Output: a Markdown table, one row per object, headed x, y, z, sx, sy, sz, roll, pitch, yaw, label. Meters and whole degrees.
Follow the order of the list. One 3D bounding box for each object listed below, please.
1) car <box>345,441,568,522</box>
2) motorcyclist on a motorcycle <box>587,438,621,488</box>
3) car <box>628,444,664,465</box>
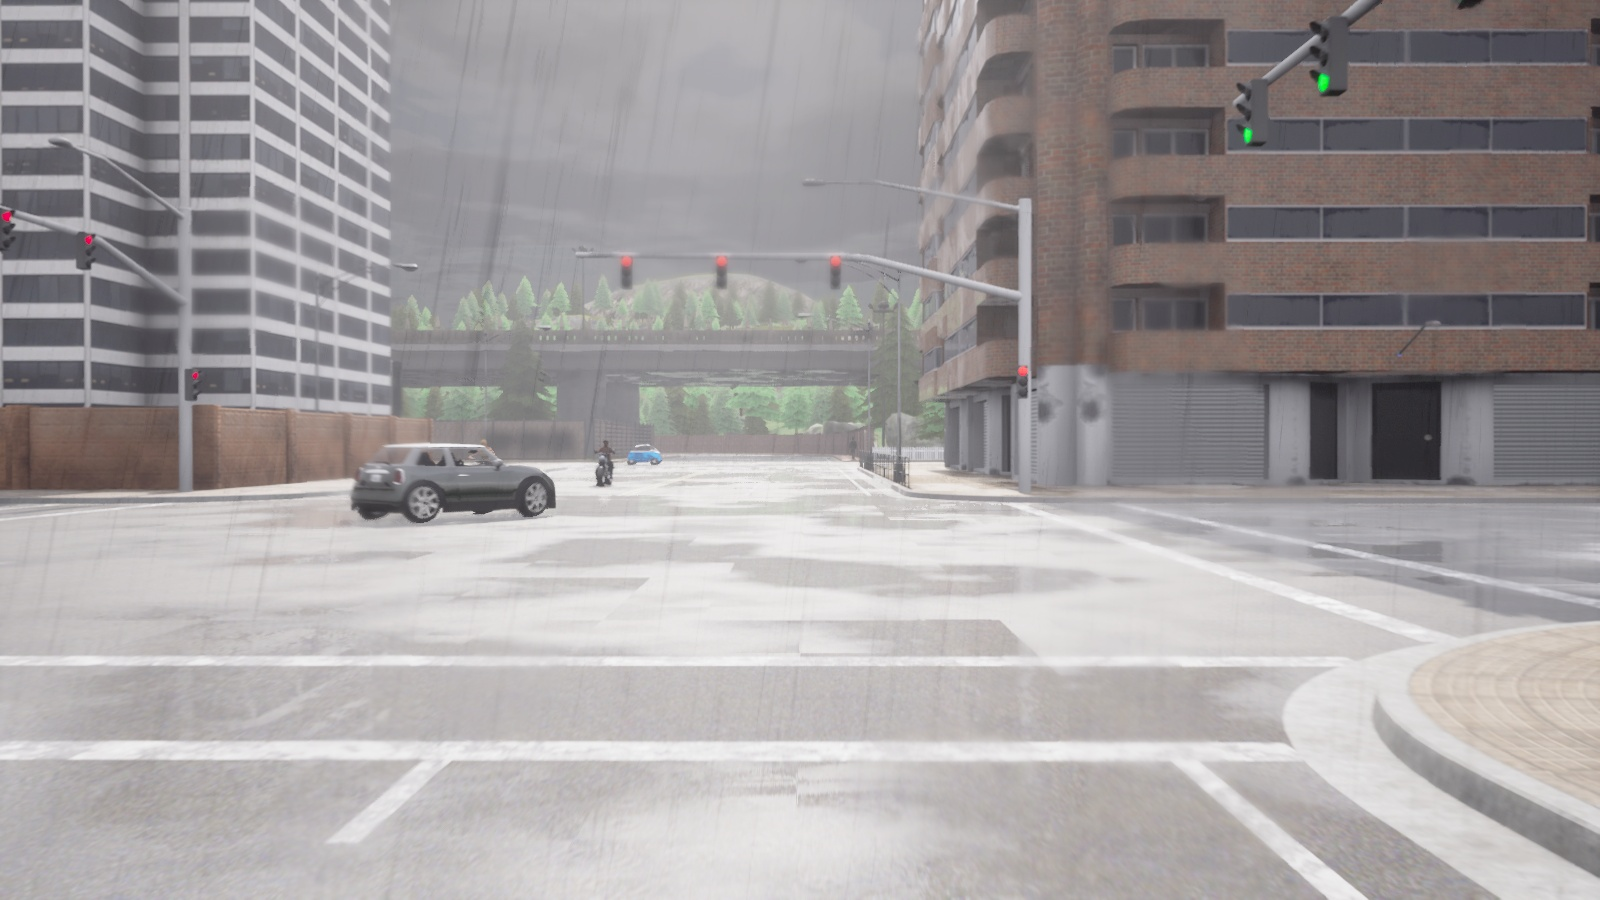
| x | y | z | sx | sy | sz | roll | pitch | yaw | label |
| --- | --- | --- | --- | --- | --- | --- | --- | --- | --- |
| -6.687 | 0.554 | 24.724 | 1.970 | 1.475 | 3.806 | 0 | 0 | 40 | car |
| -6.743 | 0.425 | 43.298 | 0.766 | 1.649 | 2.350 | 0 | 1 | 0 | motorcyclist on a motorcycle |
| -10.039 | 0.276 | 81.935 | 2.207 | 1.376 | 1.481 | 0 | 0 | 0 | car |
